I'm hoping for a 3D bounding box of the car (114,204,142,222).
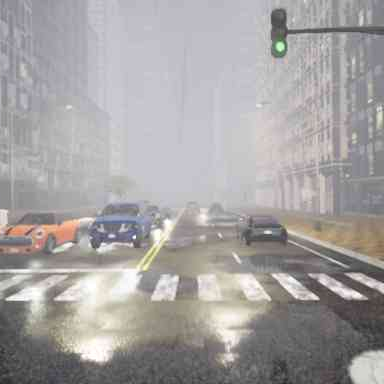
[{"bbox_3d":[-6.457,2.058,33.949,1.882,1.535,5.008,-1,-1,0],"label":"car"}]

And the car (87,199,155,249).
[{"bbox_3d":[-3.348,1.503,16.497,2.150,2.045,5.566,-1,-1,-1],"label":"car"}]

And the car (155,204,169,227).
[{"bbox_3d":[-3.283,1.785,26.305,2.097,1.767,4.553,-1,-1,0],"label":"car"}]

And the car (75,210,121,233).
[{"bbox_3d":[-6.543,2.024,23.694,1.895,1.301,4.718,-1,-1,0],"label":"car"}]

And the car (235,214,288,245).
[{"bbox_3d":[3.369,1.787,16.766,1.994,1.385,4.181,-1,-1,0],"label":"car"}]

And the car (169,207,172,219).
[{"bbox_3d":[-3.203,2.188,36.352,1.895,1.301,4.718,-1,-1,0],"label":"car"}]

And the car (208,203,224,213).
[{"bbox_3d":[3.314,2.206,46.481,1.812,1.442,4.674,-1,-1,0],"label":"car"}]

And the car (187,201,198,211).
[{"bbox_3d":[0.079,2.404,57.641,1.812,1.442,4.674,-1,-1,0],"label":"car"}]

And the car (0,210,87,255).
[{"bbox_3d":[-6.609,1.636,14.710,2.097,1.767,4.553,-1,-1,1],"label":"car"}]

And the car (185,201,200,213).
[{"bbox_3d":[0.063,2.085,47.965,2.097,1.767,4.553,-1,-1,0],"label":"car"}]

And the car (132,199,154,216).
[{"bbox_3d":[-6.443,1.963,44.523,2.150,2.045,5.566,-1,-1,0],"label":"car"}]
